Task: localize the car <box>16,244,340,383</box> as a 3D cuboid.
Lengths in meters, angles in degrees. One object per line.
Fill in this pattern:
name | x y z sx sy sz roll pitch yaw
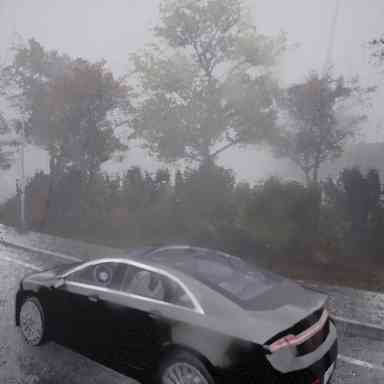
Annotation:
car | -0.616 1.504 4.652 4.902 1.511 2.128 0 0 37
